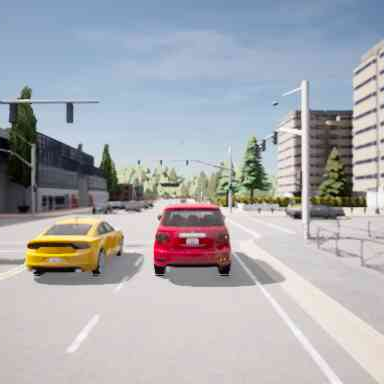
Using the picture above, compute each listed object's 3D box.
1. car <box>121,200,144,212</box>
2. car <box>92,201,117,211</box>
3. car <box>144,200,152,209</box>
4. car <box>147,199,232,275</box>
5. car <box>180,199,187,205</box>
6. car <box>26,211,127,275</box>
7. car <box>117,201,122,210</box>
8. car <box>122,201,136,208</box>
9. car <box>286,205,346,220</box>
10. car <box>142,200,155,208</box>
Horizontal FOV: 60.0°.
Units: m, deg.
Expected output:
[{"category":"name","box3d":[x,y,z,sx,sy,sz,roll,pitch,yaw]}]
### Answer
[{"category":"car","box3d":[-8.344,2.091,47.270,1.837,1.490,4.892,0,-1,-2]},{"category":"car","box3d":[-11.750,2.036,43.854,2.128,1.511,4.902,0,-1,-2]},{"category":"car","box3d":[-8.592,2.204,57.480,2.128,1.511,4.902,0,-1,-1]},{"category":"car","box3d":[-0.008,1.362,11.075,2.150,2.045,5.566,0,-1,-1]},{"category":"car","box3d":[-2.254,2.580,85.175,1.812,1.442,4.674,0,-1,-2]},{"category":"car","box3d":[-3.546,1.615,10.951,1.882,1.535,5.008,0,-1,-1]},{"category":"car","box3d":[-12.010,2.218,54.104,2.033,1.411,5.357,0,-1,-1]},{"category":"car","box3d":[-12.224,2.399,64.389,1.895,1.301,4.718,0,-1,-1]},{"category":"car","box3d":[12.117,1.952,32.553,5.357,1.411,2.033,0,-1,-2]},{"category":"car","box3d":[-8.797,2.387,67.843,2.033,1.411,5.357,0,-1,-2]}]
